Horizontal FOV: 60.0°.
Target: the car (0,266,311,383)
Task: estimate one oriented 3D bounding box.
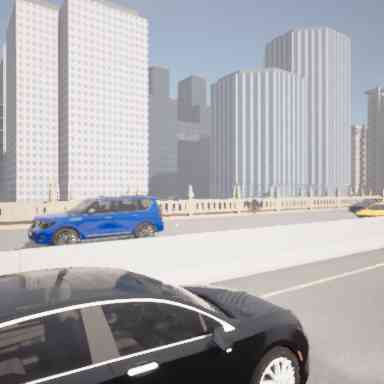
[{"bbox_3d":[-0.896,1.502,3.108,4.892,1.490,1.837,0,0,-36],"label":"car"}]

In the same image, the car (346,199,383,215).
[{"bbox_3d":[18.325,1.454,34.259,5.357,1.411,2.033,0,0,-35],"label":"car"}]

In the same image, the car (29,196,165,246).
[{"bbox_3d":[-3.829,1.209,14.159,5.566,2.045,2.150,0,0,-35],"label":"car"}]

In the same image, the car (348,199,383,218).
[{"bbox_3d":[12.553,1.417,21.544,5.008,1.535,1.882,0,0,-35],"label":"car"}]
